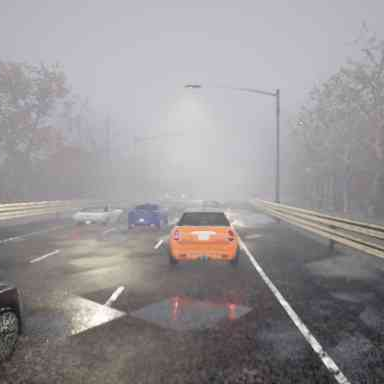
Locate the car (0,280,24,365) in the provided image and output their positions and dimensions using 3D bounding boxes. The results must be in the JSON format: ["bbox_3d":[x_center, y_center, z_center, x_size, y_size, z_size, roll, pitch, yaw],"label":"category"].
[{"bbox_3d":[-3.332,1.476,2.834,2.128,1.511,4.902,0,0,0],"label":"car"}]

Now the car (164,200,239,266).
[{"bbox_3d":[0.405,1.311,11.634,2.097,1.767,4.553,0,0,2],"label":"car"}]

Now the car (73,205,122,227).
[{"bbox_3d":[-6.052,1.504,22.067,1.895,1.301,4.718,0,0,4],"label":"car"}]

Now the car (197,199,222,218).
[{"bbox_3d":[1.692,1.444,30.756,2.033,1.411,5.357,0,0,6],"label":"car"}]

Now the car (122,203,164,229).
[{"bbox_3d":[-2.616,1.396,20.857,1.882,1.535,5.008,0,0,4],"label":"car"}]
